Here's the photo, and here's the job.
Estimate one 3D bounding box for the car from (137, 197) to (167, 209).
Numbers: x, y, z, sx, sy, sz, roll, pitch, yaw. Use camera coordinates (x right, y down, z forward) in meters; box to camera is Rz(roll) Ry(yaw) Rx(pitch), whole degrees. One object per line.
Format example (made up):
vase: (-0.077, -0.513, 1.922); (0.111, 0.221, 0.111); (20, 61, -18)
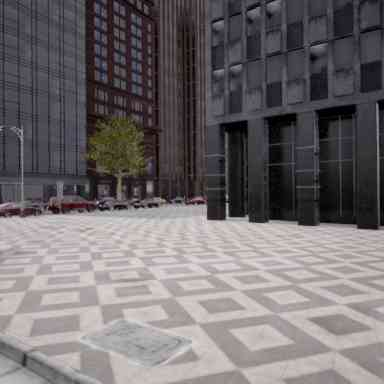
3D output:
car: (-5.758, 1.507, 43.205); (1.947, 1.339, 4.313); (-1, 0, 35)

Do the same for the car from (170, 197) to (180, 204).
car: (-3.192, 1.572, 61.980); (1.947, 1.339, 4.313); (-1, 0, 35)

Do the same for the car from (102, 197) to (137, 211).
car: (-8.952, 1.522, 38.560); (1.947, 1.339, 4.313); (-1, 0, 35)

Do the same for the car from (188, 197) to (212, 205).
car: (1.477, 1.537, 58.265); (1.895, 1.301, 4.718); (-1, 0, 34)

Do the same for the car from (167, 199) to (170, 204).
car: (-6.485, 1.542, 57.193); (1.752, 1.417, 4.829); (-1, 0, 35)

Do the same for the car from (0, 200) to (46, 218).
car: (-15.342, 1.574, 29.267); (1.802, 1.307, 4.206); (-1, 0, 35)

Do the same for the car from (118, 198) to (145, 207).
car: (-9.583, 1.610, 52.686); (1.802, 1.307, 4.206); (-1, 0, 35)

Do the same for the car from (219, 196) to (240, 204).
car: (7.023, 1.462, 61.790); (1.947, 1.339, 4.313); (-1, 0, 35)

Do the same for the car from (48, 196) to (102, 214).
car: (-12.149, 1.288, 33.914); (2.192, 1.841, 5.009); (-1, 0, 35)

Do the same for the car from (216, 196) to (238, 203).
car: (7.139, 1.468, 66.496); (2.033, 1.411, 5.357); (-1, 0, 35)

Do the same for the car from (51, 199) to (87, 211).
car: (-15.974, 1.639, 43.393); (1.802, 1.307, 4.206); (-1, 0, 35)

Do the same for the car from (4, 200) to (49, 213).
car: (-19.169, 1.639, 38.746); (1.947, 1.339, 4.313); (-1, 0, 35)

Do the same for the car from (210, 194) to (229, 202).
car: (6.392, 1.294, 75.922); (2.192, 1.841, 5.009); (-1, 0, 35)

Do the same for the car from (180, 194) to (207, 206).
car: (0.632, 1.460, 52.498); (1.887, 1.381, 4.507); (-1, 0, 35)

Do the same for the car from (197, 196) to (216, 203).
car: (3.199, 1.532, 71.274); (1.887, 1.381, 4.507); (-1, 0, 35)

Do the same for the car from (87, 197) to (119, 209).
car: (-12.780, 1.481, 48.040); (1.967, 1.590, 4.097); (-1, 0, 35)

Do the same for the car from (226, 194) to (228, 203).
car: (3.826, 1.220, 57.145); (2.192, 1.841, 5.009); (-1, 0, 35)
